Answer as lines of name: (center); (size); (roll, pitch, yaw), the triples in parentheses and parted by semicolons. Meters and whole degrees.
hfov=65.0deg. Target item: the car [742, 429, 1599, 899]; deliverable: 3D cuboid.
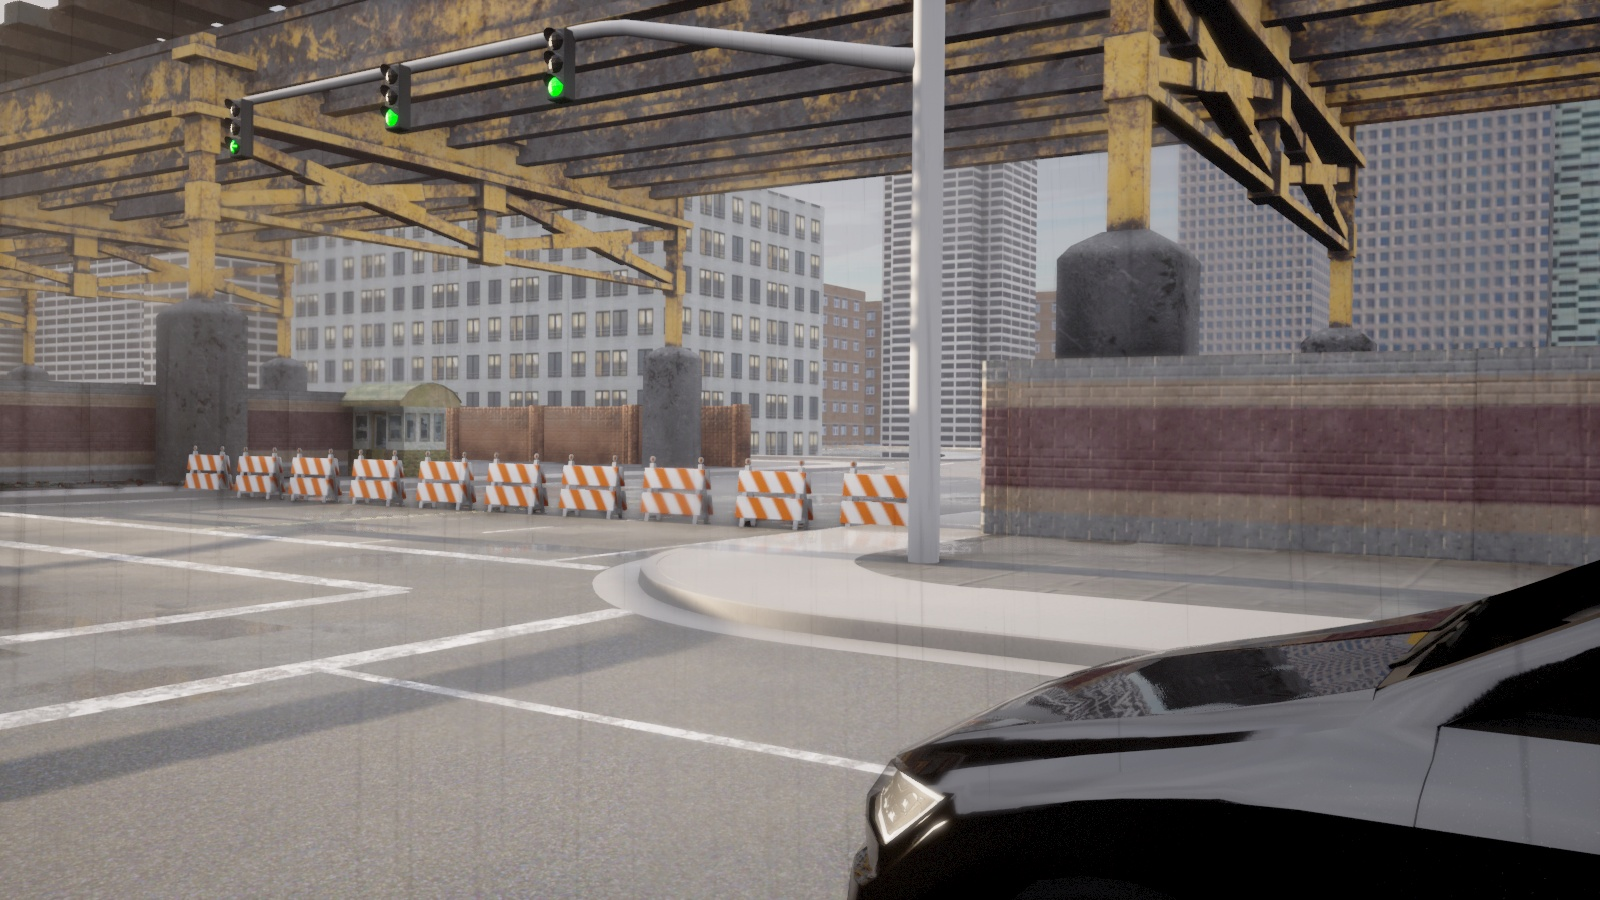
car: (2.136, 0.696, 2.204); (4.193, 1.474, 1.816); (0, 1, 34)
